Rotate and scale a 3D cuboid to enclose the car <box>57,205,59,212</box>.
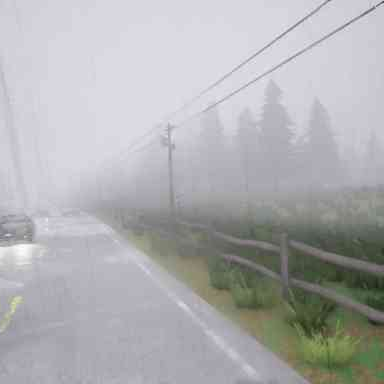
[{"bbox_3d":[-18.395,2.201,48.360,1.837,1.490,4.892,-2,0,-25],"label":"car"}]

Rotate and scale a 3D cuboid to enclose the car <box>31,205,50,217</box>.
[{"bbox_3d":[-17.686,2.204,38.799,1.812,1.442,4.674,-2,0,-23],"label":"car"}]

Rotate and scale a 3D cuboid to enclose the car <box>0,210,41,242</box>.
[{"bbox_3d":[-9.585,1.936,17.959,1.994,1.385,4.181,-2,0,-20],"label":"car"}]

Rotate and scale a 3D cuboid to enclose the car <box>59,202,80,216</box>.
[{"bbox_3d":[-14.465,2.146,39.619,1.895,1.301,4.718,-2,0,-23],"label":"car"}]
